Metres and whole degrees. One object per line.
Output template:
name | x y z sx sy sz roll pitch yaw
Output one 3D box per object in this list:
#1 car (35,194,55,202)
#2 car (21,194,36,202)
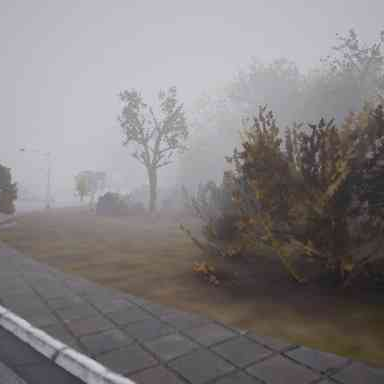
car | -30.234 1.364 69.413 1.837 1.490 4.892 1 1 -1
car | -33.731 1.154 69.369 2.097 1.767 4.553 1 1 -1
